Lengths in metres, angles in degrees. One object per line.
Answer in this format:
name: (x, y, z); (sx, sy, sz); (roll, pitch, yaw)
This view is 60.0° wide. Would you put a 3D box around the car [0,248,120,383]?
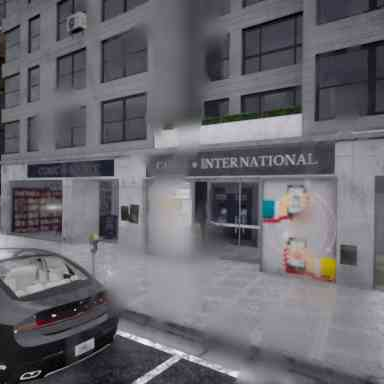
car: (-3.011, 1.549, 5.095); (4.403, 1.369, 2.008); (0, 1, 35)
